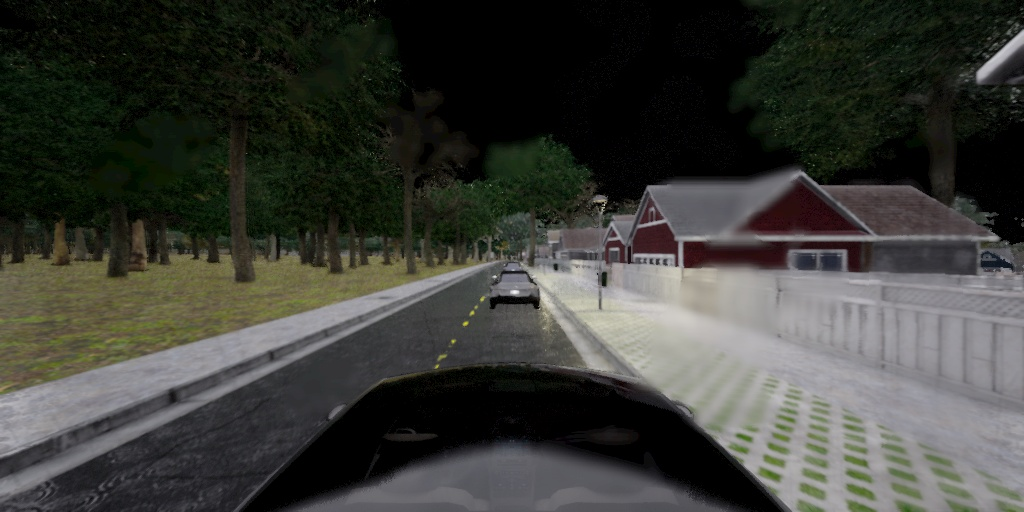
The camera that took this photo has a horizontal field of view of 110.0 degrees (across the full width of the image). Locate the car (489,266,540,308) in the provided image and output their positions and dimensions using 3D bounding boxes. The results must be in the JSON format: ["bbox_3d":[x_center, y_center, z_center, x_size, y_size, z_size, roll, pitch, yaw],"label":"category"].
[{"bbox_3d":[0.108,1.301,15.171,1.994,1.385,4.181,0,0,0],"label":"car"}]

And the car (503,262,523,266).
[{"bbox_3d":[0.116,1.274,35.091,1.994,1.385,4.181,0,0,0],"label":"car"}]
